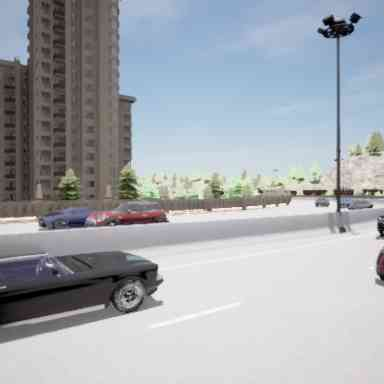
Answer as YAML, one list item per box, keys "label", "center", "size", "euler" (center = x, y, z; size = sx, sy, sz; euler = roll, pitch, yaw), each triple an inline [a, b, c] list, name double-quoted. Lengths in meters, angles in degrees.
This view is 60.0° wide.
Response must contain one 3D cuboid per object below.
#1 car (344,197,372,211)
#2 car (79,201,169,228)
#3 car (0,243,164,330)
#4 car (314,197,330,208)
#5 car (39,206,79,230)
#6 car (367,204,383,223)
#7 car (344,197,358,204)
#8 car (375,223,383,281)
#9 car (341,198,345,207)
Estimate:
- label: "car"
  center: [17.824, 1.558, 34.917]
  size: [1.837, 1.490, 4.892]
  euler: [0, 0, 37]
- label: "car"
  center: [-3.612, 1.352, 18.770]
  size: [4.553, 1.767, 2.097]
  euler: [0, 0, -37]
- label: "car"
  center: [-2.902, 1.601, 5.978]
  size: [4.718, 1.301, 1.895]
  euler: [0, 0, -36]
- label: "car"
  center: [20.480, 1.636, 52.257]
  size: [1.837, 1.490, 4.892]
  euler: [0, 0, 27]
- label: "car"
  center: [-7.128, 1.563, 20.503]
  size: [4.181, 1.385, 1.994]
  euler: [0, 0, -36]
- label: "car"
  center: [11.178, 1.500, 17.052]
  size: [4.902, 1.511, 2.128]
  euler: [0, 0, -42]
- label: "car"
  center: [35.098, 1.802, 73.517]
  size: [1.812, 1.442, 4.674]
  euler: [0, 0, 13]
- label: "car"
  center: [6.541, 1.564, 8.602]
  size: [4.181, 1.385, 1.994]
  euler: [0, 0, -38]
- label: "car"
  center: [23.326, 1.601, 50.130]
  size: [1.882, 1.535, 5.008]
  euler: [0, 0, 27]
